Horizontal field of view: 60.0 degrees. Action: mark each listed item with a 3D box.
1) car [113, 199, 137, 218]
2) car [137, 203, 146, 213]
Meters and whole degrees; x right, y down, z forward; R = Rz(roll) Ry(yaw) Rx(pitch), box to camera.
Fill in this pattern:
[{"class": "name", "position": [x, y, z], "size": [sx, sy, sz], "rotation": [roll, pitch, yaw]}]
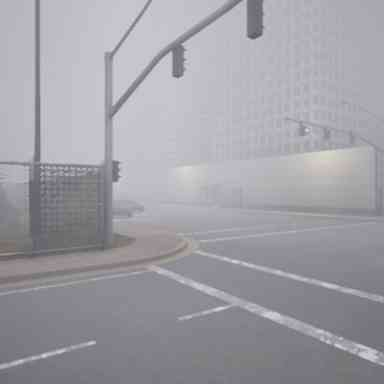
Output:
[{"class": "car", "position": [-6.892, 1.467, 29.222], "size": [1.812, 1.442, 4.674], "rotation": [0, 0, -35]}, {"class": "car", "position": [-6.901, 1.488, 35.278], "size": [2.033, 1.411, 5.357], "rotation": [0, 0, -35]}]
